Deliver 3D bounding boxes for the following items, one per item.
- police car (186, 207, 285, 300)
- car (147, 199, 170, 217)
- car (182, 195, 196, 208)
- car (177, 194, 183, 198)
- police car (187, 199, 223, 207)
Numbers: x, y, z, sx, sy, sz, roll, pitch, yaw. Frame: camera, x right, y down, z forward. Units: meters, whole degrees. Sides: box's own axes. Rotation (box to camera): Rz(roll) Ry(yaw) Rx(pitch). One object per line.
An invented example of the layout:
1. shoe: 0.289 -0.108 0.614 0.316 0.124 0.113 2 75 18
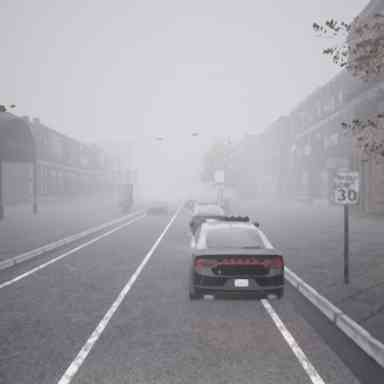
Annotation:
1. police car: 0.882 1.422 8.537 1.930 1.638 5.238 0 0 0
2. car: -3.167 1.462 31.962 1.882 1.535 5.008 0 0 0
3. car: -0.092 1.444 45.822 1.837 1.490 4.892 0 0 0
4. car: -3.200 1.076 93.725 1.895 1.301 4.718 0 0 0
5. police car: 0.860 1.417 18.537 1.930 1.638 5.238 0 0 0
